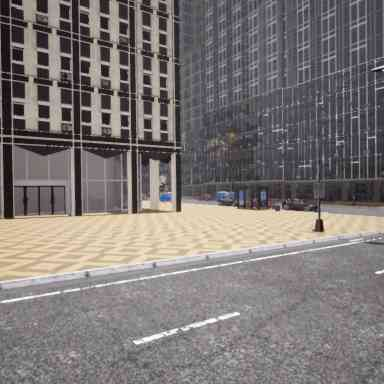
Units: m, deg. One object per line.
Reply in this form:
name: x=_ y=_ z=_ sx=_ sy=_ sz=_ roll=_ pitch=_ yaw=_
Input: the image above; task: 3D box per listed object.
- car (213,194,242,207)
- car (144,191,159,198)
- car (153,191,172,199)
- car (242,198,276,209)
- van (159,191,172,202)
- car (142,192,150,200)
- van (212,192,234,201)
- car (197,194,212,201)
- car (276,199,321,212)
car: x=5.300 y=1.319 z=45.192 sx=1.947 sy=1.339 sz=4.313 roll=0 pitch=1 yaw=-34
car: x=-10.143 y=0.686 z=82.809 sx=1.967 sy=1.590 sz=4.097 roll=0 pitch=1 yaw=-34
car: x=-6.941 y=0.615 z=78.112 sx=2.192 sy=1.841 sz=5.009 roll=0 pitch=1 yaw=-34
car: x=8.454 y=1.388 z=40.463 sx=1.802 sy=1.307 sz=4.206 roll=0 pitch=1 yaw=-34
van: x=-4.260 y=0.937 z=59.305 sx=1.690 sy=1.788 sz=3.998 roll=0 pitch=1 yaw=-34
car: x=-10.664 y=1.040 z=68.700 sx=2.008 sy=1.369 sz=4.403 roll=0 pitch=1 yaw=-34
van: x=5.865 y=0.855 z=59.328 sx=1.690 sy=1.788 sz=3.998 roll=0 pitch=1 yaw=-34
car: x=2.664 y=1.043 z=64.027 sx=1.802 sy=1.307 sz=4.206 roll=0 pitch=1 yaw=-34
car: x=11.642 y=1.424 z=35.755 sx=1.947 sy=1.339 sz=4.313 roll=0 pitch=1 yaw=-34
